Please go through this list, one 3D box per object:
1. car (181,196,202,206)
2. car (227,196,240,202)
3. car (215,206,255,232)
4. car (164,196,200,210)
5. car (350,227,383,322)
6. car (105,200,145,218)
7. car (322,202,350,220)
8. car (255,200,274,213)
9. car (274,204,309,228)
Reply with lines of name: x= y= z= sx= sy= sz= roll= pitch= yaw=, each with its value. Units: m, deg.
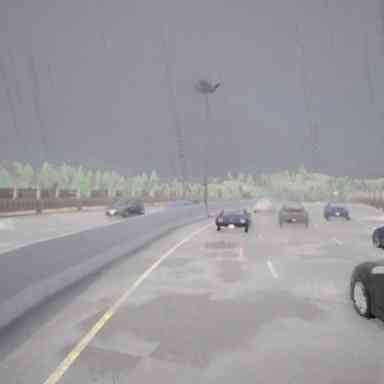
car: x=-0.075 y=1.524 z=55.633 sx=1.837 sy=1.490 sz=4.892 roll=0 pitch=0 yaw=21
car: x=8.628 y=1.467 z=68.446 sx=1.994 sy=1.385 sz=4.181 roll=0 pitch=0 yaw=21
car: x=2.699 y=1.621 z=20.630 sx=1.895 sy=1.301 sz=4.718 roll=0 pitch=0 yaw=13
car: x=-1.105 y=1.484 z=33.092 sx=1.882 sy=1.535 sz=5.008 roll=0 pitch=0 yaw=19
car: x=3.869 y=1.525 z=4.504 sx=1.837 sy=1.490 sz=4.892 roll=0 pitch=0 yaw=3
car: x=-5.880 y=1.474 z=29.651 sx=2.128 sy=1.511 sz=4.902 roll=0 pitch=0 yaw=17
car: x=12.565 y=1.597 z=29.123 sx=1.812 sy=1.442 sz=4.674 roll=0 pitch=0 yaw=19
car: x=8.191 y=1.579 z=37.500 sx=1.812 sy=1.442 sz=4.674 roll=0 pitch=0 yaw=20
car: x=6.893 y=1.533 z=22.751 sx=2.128 sy=1.511 sz=4.902 roll=0 pitch=0 yaw=15
